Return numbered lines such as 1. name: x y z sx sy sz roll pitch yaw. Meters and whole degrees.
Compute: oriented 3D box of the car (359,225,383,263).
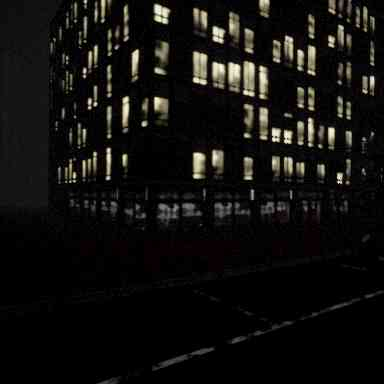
1. car: 7.527 1.556 11.384 4.097 1.590 1.967 1 0 -35
